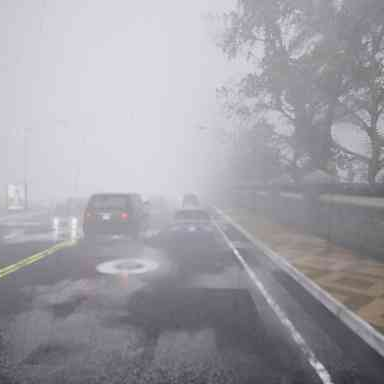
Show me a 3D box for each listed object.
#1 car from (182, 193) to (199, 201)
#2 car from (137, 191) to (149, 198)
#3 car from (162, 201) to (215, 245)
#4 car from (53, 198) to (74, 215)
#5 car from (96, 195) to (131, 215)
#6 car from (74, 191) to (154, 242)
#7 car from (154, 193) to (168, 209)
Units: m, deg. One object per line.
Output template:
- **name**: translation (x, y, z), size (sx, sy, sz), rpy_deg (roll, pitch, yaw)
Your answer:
- **car**: translation (-0.210, 0.947, 40.910), size (1.837, 1.490, 4.892), rpy_deg (0, 1, 0)
- **car**: translation (-10.263, 0.553, 69.866), size (1.994, 1.385, 4.181), rpy_deg (0, 1, 0)
- **car**: translation (-0.022, 1.346, 14.347), size (2.033, 1.411, 5.357), rpy_deg (0, 1, 0)
- **car**: translation (-10.057, 1.181, 28.366), size (1.895, 1.301, 4.718), rpy_deg (0, 1, 0)
- **car**: translation (-6.810, 1.054, 29.371), size (1.882, 1.535, 5.008), rpy_deg (0, 1, 0)
- **car**: translation (-3.268, 1.000, 15.247), size (2.150, 2.045, 5.566), rpy_deg (0, 1, -1)
- **car**: translation (-3.392, 1.096, 32.137), size (2.033, 1.411, 5.357), rpy_deg (0, 1, 0)
